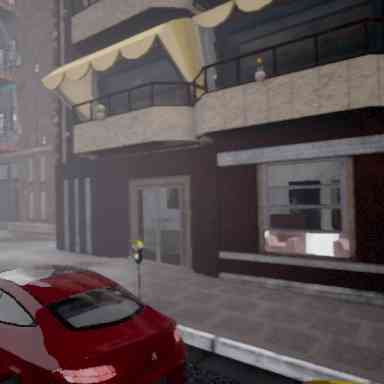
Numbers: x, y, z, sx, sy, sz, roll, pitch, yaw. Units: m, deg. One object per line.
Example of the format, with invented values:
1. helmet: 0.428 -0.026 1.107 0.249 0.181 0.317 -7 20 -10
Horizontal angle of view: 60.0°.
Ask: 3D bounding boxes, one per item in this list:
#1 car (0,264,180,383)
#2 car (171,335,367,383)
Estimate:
1. car: -1.996 1.592 4.166 4.206 1.307 1.802 0 -2 36
2. car: 2.369 1.522 1.057 4.829 1.417 1.752 0 -2 36
